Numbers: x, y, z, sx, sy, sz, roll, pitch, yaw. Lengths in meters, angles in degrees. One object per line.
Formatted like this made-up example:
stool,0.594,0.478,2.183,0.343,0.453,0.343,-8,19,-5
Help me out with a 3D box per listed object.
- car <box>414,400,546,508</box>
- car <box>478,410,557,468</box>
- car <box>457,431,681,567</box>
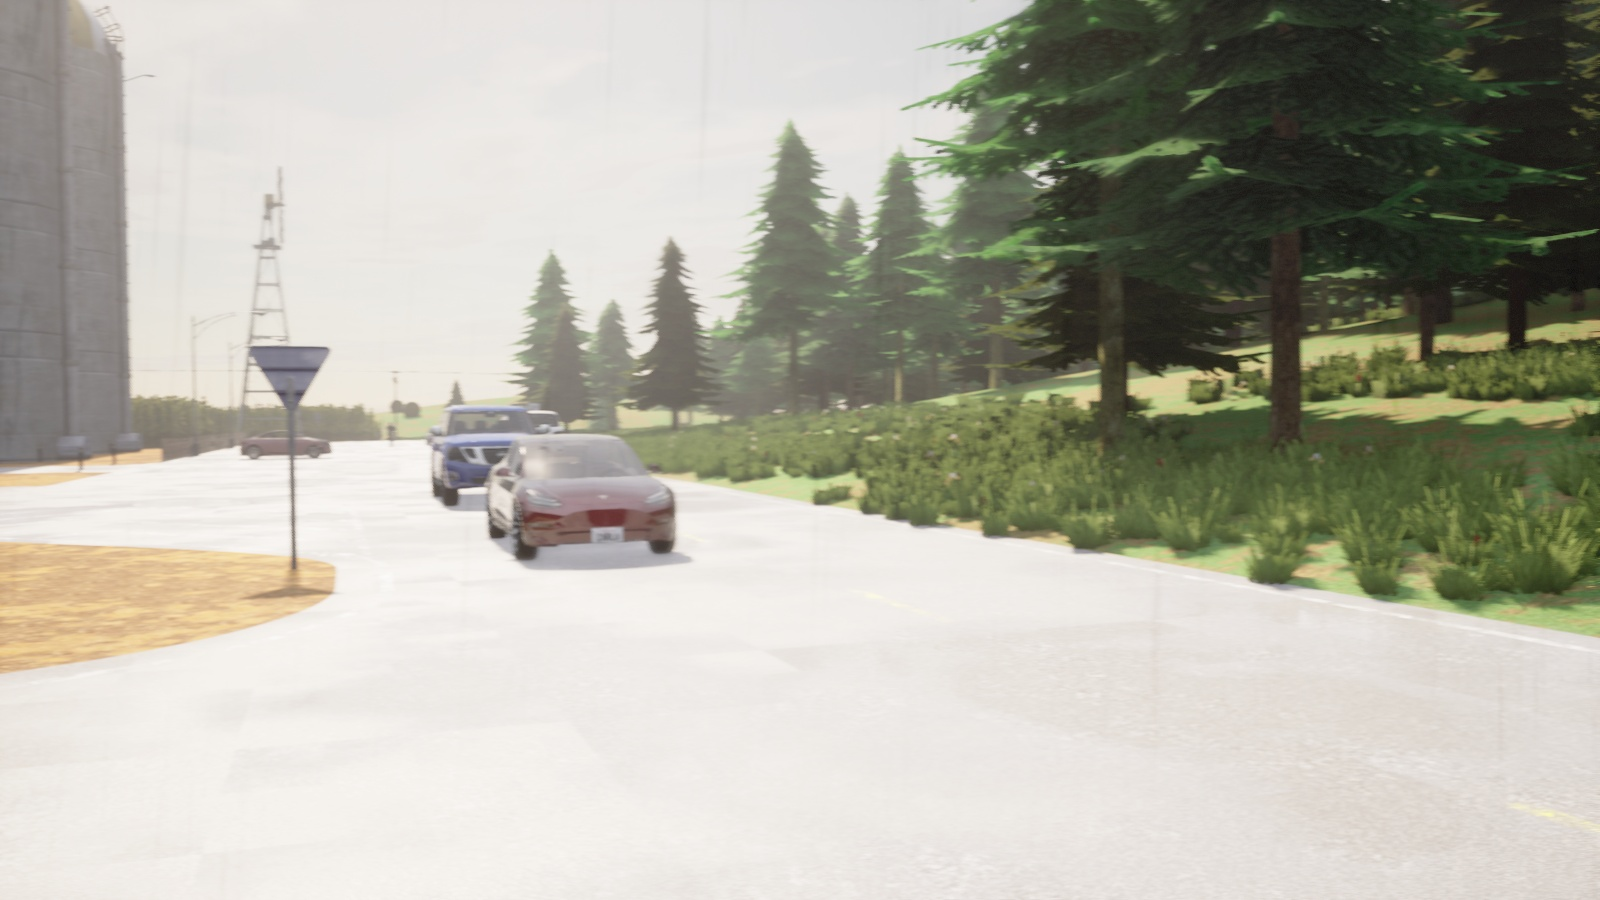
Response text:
car,-6.969,0.006,26.878,2.150,2.045,5.566,-1,1,-20
car,-10.596,-0.461,46.825,2.150,2.045,5.566,-1,1,-20
car,-3.267,0.516,16.851,2.163,1.488,4.792,-1,1,-20
